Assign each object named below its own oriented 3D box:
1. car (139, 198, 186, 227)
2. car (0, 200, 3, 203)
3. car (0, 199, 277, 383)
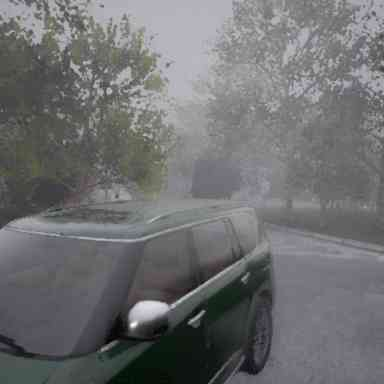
[{"bbox_3d":[-1.945,1.159,20.365,1.812,1.442,4.674,1,0,-18],"label":"car"},{"bbox_3d":[-18.140,0.779,33.255,4.181,1.385,1.994,1,-1,-15],"label":"car"},{"bbox_3d":[-0.814,1.172,3.234,2.150,2.045,5.566,1,2,29],"label":"car"}]
